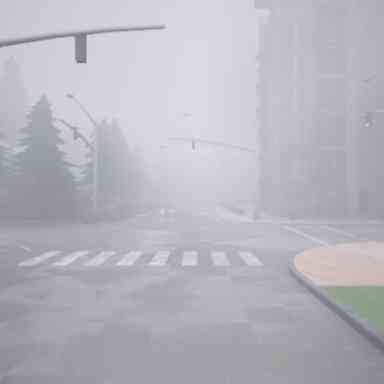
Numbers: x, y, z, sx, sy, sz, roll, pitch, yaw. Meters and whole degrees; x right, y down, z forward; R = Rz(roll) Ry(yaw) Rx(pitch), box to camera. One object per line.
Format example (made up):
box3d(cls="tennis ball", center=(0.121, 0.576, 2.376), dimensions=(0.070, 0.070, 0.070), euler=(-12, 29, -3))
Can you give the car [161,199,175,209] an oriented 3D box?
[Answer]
box3d(cls="car", center=(-3.641, 1.831, 50.618), dimensions=(1.812, 1.442, 4.674), euler=(0, 0, 1))
